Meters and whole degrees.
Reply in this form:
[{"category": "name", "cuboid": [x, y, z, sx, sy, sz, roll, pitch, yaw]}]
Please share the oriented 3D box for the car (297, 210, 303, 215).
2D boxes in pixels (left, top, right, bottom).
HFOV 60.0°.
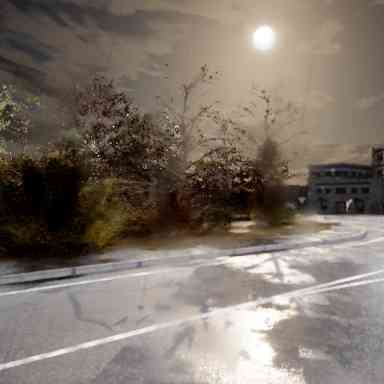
[{"category": "car", "cuboid": [24.533, 4.981, 79.607, 2.002, 1.452, 4.674, 4, -6, -26]}]
